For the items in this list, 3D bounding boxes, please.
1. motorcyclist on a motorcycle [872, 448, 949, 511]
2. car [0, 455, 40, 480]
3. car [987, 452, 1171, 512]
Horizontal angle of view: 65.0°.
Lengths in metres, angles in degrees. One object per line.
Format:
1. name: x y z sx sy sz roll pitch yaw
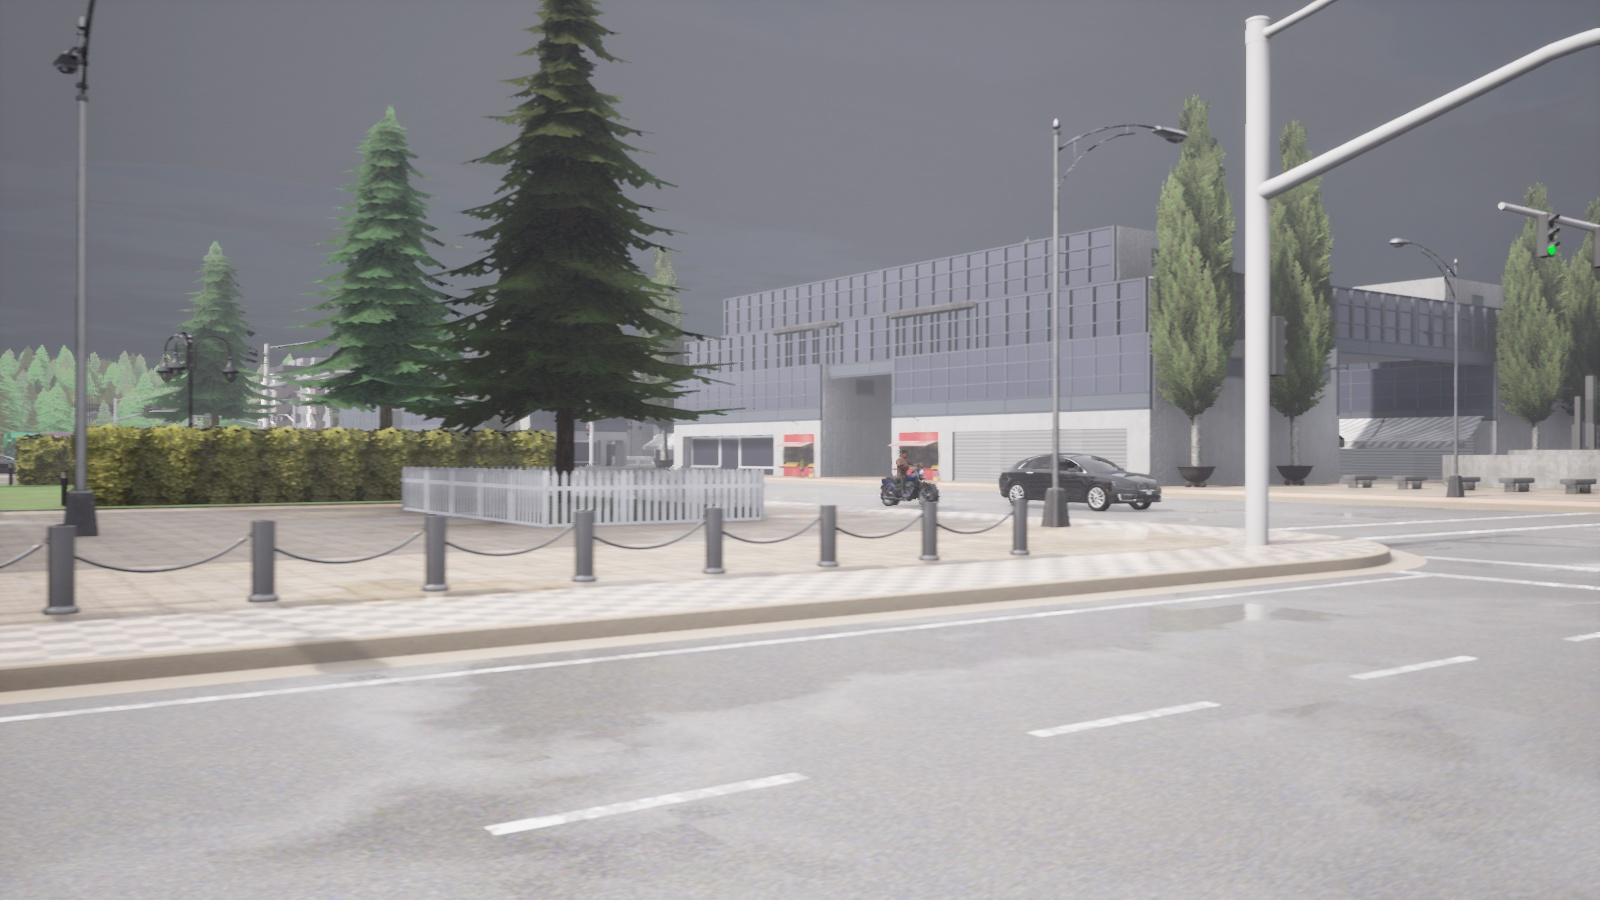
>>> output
1. motorcyclist on a motorcycle: 2.980 0.773 34.230 0.766 1.649 2.350 0 0 -35
2. car: -47.954 1.029 74.499 4.792 1.488 2.163 0 0 -35
3. car: 7.445 0.817 33.944 1.837 1.490 4.892 0 0 -35
